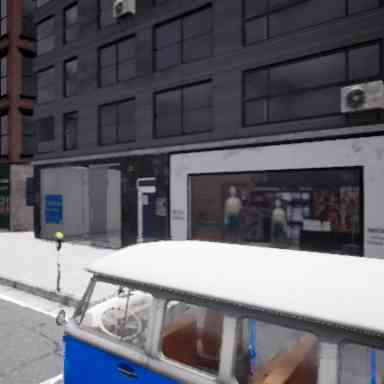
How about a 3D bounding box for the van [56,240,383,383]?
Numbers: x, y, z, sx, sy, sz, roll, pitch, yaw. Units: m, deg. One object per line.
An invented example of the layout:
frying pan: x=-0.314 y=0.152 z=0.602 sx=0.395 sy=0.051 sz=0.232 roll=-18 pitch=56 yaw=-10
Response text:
van: x=0.750 y=1.344 z=2.274 sx=3.998 sy=1.788 sz=1.690 roll=0 pitch=0 yaw=35
